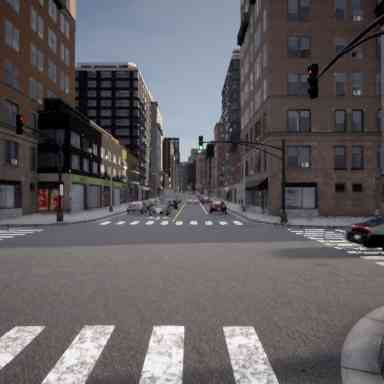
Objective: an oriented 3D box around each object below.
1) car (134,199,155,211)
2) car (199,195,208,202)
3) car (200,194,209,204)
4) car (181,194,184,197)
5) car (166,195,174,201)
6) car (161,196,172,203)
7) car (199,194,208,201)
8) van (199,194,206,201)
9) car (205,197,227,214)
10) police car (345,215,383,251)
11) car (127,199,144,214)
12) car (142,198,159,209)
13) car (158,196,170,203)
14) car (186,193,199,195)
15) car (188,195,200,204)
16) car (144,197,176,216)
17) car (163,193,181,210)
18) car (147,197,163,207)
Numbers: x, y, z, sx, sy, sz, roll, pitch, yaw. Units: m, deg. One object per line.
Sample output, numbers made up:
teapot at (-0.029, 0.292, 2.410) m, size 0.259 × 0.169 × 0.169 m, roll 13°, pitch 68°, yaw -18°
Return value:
car at (-5.801, 1.592, 41.195) m, size 1.947 × 1.339 × 4.313 m, roll 1°, pitch 0°, yaw 0°
car at (2.837, 1.487, 80.276) m, size 1.967 × 1.590 × 4.097 m, roll 1°, pitch 0°, yaw 0°
car at (2.796, 1.624, 63.519) m, size 1.802 × 1.307 × 4.206 m, roll 1°, pitch 0°, yaw 0°
car at (-2.927, 1.588, 61.811) m, size 2.033 × 1.411 × 5.357 m, roll 0°, pitch 0°, yaw 1°
car at (-5.684, 1.573, 85.712) m, size 1.752 × 1.417 × 4.829 m, roll 1°, pitch 0°, yaw 0°
car at (-5.713, 1.611, 74.711) m, size 1.947 × 1.339 × 4.313 m, roll 1°, pitch 0°, yaw 0°
car at (2.852, 1.363, 85.862) m, size 2.192 × 1.841 × 5.009 m, roll 1°, pitch 0°, yaw 0°
van at (2.865, 1.390, 91.448) m, size 1.690 × 1.788 × 3.998 m, roll 1°, pitch 0°, yaw 0°
car at (2.730, 1.566, 35.591) m, size 1.887 × 1.381 × 4.507 m, roll 1°, pitch 0°, yaw 0°
police car at (8.688, 1.546, 12.683) m, size 4.974 × 1.542 × 2.038 m, roll 0°, pitch -1°, yaw 0°
car at (-5.815, 1.603, 35.610) m, size 1.802 × 1.307 × 4.206 m, roll 1°, pitch 0°, yaw 0°
car at (-5.786, 1.556, 46.612) m, size 1.752 × 1.417 × 4.829 m, roll 1°, pitch 0°, yaw 0°
car at (-5.728, 1.595, 69.125) m, size 2.008 × 1.369 × 4.403 m, roll 1°, pitch 0°, yaw 0°
car at (0.141, 1.430, 72.362) m, size 1.994 × 1.385 × 4.181 m, roll 0°, pitch 0°, yaw 0°
car at (0.118, 1.642, 62.386) m, size 1.895 × 1.301 × 4.718 m, roll 0°, pitch 0°, yaw 0°
car at (-3.043, 1.510, 32.395) m, size 2.128 × 1.511 × 4.902 m, roll 0°, pitch 0°, yaw 0°
car at (-3.011, 1.252, 44.660) m, size 2.150 × 2.045 × 5.566 m, roll 0°, pitch 0°, yaw 0°
car at (-5.772, 1.586, 52.367) m, size 2.008 × 1.369 × 4.403 m, roll 1°, pitch 0°, yaw 0°
